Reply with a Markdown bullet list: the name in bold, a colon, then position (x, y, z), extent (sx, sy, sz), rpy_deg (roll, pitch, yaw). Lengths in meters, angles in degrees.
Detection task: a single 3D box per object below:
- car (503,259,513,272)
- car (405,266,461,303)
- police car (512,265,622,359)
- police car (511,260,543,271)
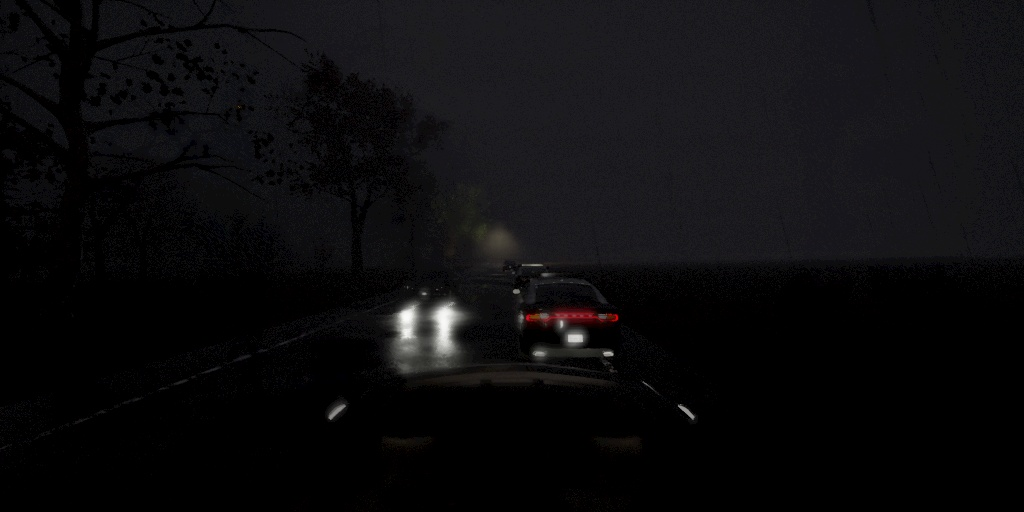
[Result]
- **car**: position (-0.237, 1.345, 47.185), extent (1.994, 1.385, 4.181), rpy_deg (0, 0, 0)
- **car**: position (-3.515, 1.259, 16.753), extent (1.837, 1.490, 4.892), rpy_deg (0, 0, 0)
- **police car**: position (1.059, 1.176, 8.582), extent (1.930, 1.638, 5.238), rpy_deg (0, 0, 0)
- **police car**: position (1.037, 1.181, 18.592), extent (1.930, 1.638, 5.238), rpy_deg (0, 0, 0)
